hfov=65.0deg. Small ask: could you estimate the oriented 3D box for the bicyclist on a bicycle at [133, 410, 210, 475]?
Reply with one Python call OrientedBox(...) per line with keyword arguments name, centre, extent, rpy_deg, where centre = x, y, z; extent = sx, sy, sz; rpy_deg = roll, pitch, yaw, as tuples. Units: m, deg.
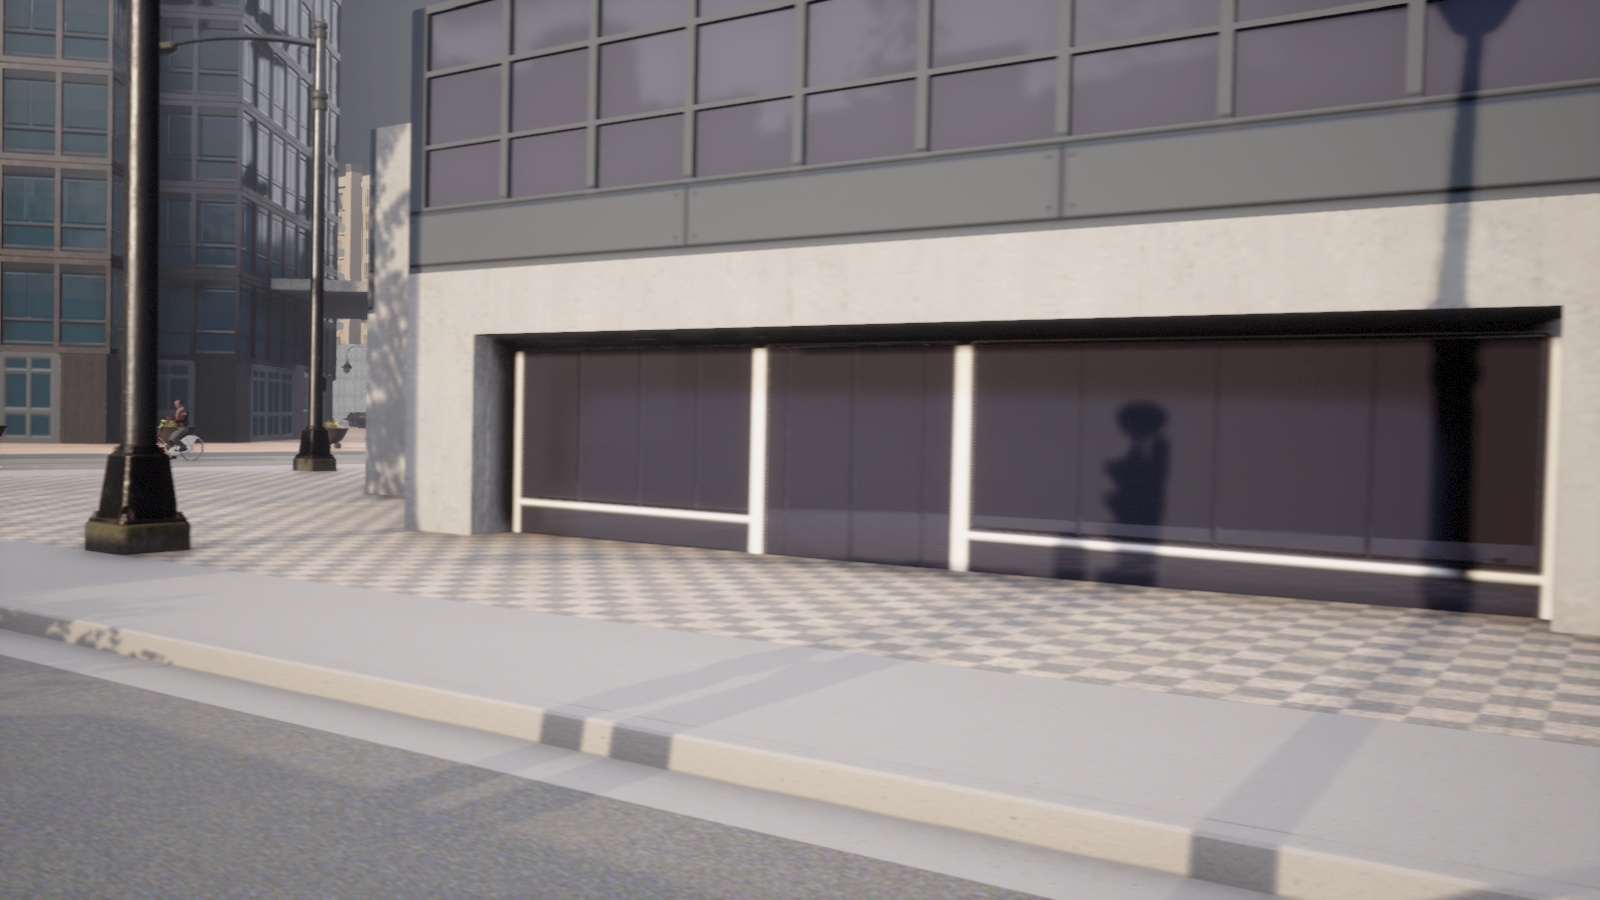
OrientedBox(name="bicyclist on a bicycle", centre=(-17.715, -0.228, 35.440), extent=(0.659, 1.776, 1.843), rpy_deg=(1, 1, 34))
